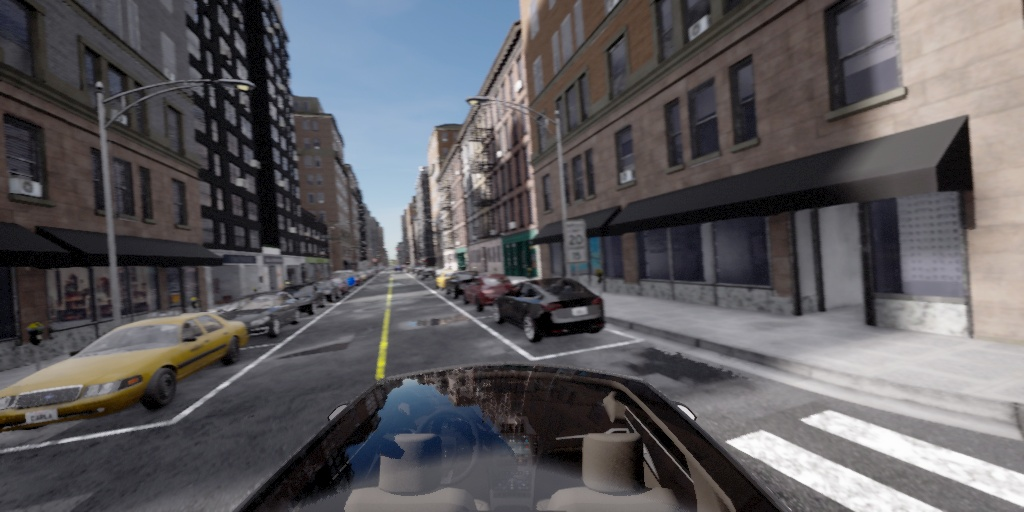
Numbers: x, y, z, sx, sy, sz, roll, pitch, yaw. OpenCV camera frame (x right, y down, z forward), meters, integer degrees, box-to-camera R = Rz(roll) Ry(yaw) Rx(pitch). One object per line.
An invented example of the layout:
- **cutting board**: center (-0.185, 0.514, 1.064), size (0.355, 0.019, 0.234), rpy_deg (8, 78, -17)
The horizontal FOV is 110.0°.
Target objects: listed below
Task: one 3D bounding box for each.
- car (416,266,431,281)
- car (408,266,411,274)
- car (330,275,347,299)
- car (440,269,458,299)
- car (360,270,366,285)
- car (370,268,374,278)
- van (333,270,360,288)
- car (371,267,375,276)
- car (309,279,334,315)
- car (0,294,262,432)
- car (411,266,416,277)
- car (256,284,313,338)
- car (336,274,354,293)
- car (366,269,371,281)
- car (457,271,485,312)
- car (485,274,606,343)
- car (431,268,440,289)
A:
- **car**: center (-9.349, 1.966, 40.365), size (2.007, 1.370, 4.403), rpy_deg (0, 0, -18)
- **car**: center (-16.136, 2.468, 60.918), size (1.948, 1.339, 4.313), rpy_deg (0, 0, -18)
- **car**: center (-11.859, 2.190, 22.436), size (1.948, 1.339, 4.313), rpy_deg (0, 0, -18)
- **car**: center (-2.563, 1.493, 19.811), size (1.948, 1.339, 4.313), rpy_deg (0, 0, -18)
- **car**: center (-16.949, 2.430, 37.851), size (1.967, 1.591, 4.097), rpy_deg (0, 0, -18)
- **car**: center (-22.039, 2.920, 53.266), size (1.948, 1.339, 4.313), rpy_deg (0, 0, -18)
- **van**: center (-15.252, 2.209, 32.713), size (1.690, 1.789, 3.998), rpy_deg (0, 0, -18)
- **car**: center (-23.682, 3.002, 58.243), size (1.751, 1.417, 4.829), rpy_deg (0, 0, -18)
- **car**: center (-10.162, 2.067, 17.297), size (1.948, 1.339, 4.313), rpy_deg (0, 0, -18)
- **car**: center (-6.716, 1.780, 6.859), size (1.751, 1.417, 4.829), rpy_deg (0, 0, -18)
- **car**: center (-12.743, 2.209, 50.641), size (2.007, 1.370, 4.403), rpy_deg (0, 0, -18)
- **car**: center (-8.466, 1.929, 12.159), size (2.007, 1.370, 4.403), rpy_deg (0, 0, -18)
- **car**: center (-13.556, 2.328, 27.574), size (1.802, 1.307, 4.207), rpy_deg (0, 0, -18)
- **car**: center (-20.289, 2.758, 47.967), size (1.751, 1.417, 4.829), rpy_deg (0, 0, -18)
- **car**: center (-0.866, 1.386, 14.672), size (1.802, 1.307, 4.207), rpy_deg (0, 0, -18)
- **car**: center (0.831, 1.247, 9.534), size (1.948, 1.339, 4.313), rpy_deg (0, 0, -18)
- **car**: center (-4.313, 1.575, 25.110), size (1.751, 1.417, 4.829), rpy_deg (0, 0, -18)
